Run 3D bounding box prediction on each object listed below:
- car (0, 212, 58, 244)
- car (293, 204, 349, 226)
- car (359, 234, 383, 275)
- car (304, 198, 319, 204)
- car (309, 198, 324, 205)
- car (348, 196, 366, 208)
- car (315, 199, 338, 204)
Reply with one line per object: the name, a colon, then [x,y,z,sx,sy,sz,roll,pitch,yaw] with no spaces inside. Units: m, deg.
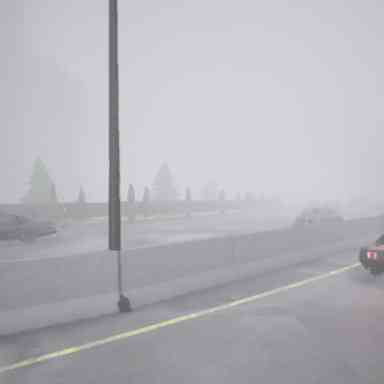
car: [-8.946,1.625,14.877,5.357,1.411,2.033,0,0,-37]
car: [8.113,1.676,21.202,1.994,1.385,4.181,0,-1,41]
car: [6.635,1.641,9.470,4.718,1.301,1.895,0,0,-42]
car: [17.083,1.823,47.363,1.882,1.535,5.008,0,0,24]
car: [28.127,2.067,75.364,1.882,1.535,5.008,0,-1,7]
car: [28.247,1.633,57.051,2.150,2.045,5.566,0,-1,17]
car: [15.321,1.803,36.685,1.994,1.385,4.181,0,-1,31]
